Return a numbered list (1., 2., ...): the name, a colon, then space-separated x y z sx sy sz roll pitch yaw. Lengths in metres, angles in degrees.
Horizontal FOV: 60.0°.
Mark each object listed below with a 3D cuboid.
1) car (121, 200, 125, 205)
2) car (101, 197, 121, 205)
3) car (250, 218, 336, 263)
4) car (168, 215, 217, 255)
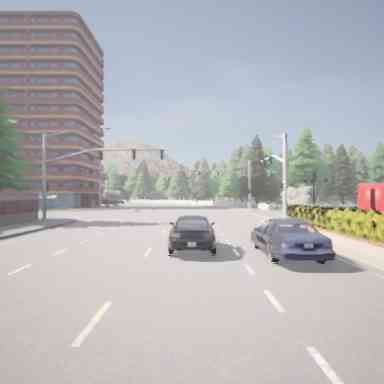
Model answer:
1. car: -18.651 2.415 82.376 4.892 1.490 1.837 0 -1 38
2. car: -19.966 2.102 78.931 5.566 2.045 2.150 -1 -1 41
3. car: 3.505 1.688 12.482 2.033 1.411 5.357 0 -1 0
4. car: 0.017 1.681 13.868 1.812 1.442 4.674 0 0 0
